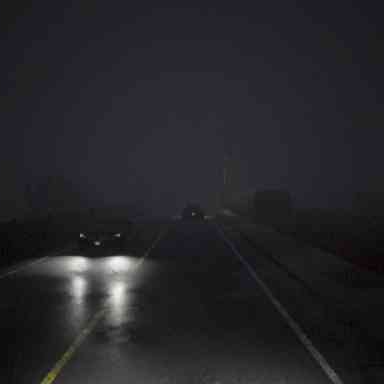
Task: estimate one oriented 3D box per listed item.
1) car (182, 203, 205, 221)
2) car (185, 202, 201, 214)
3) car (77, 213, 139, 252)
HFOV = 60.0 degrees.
[{"bbox_3d":[0.129,1.848,30.243,1.994,1.385,4.181,0,-1,1],"label":"car"},{"bbox_3d":[0.154,1.997,42.206,1.895,1.301,4.718,0,-1,0],"label":"car"},{"bbox_3d":[-3.503,1.664,14.717,1.812,1.442,4.674,0,-1,1],"label":"car"}]
